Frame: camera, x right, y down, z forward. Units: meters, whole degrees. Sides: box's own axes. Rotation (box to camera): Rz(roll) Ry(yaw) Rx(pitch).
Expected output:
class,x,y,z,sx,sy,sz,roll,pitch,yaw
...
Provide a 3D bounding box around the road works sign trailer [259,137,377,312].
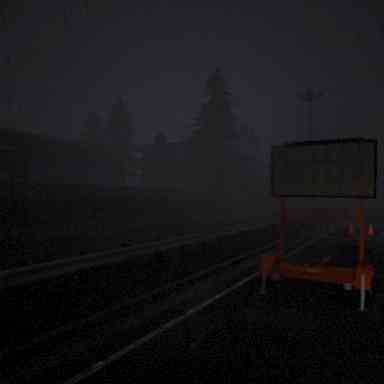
class,x,y,z,sx,sy,sz,roll,pitch,yaw
road works sign trailer,3.192,0.535,8.196,2.380,3.560,2.880,1,0,31
